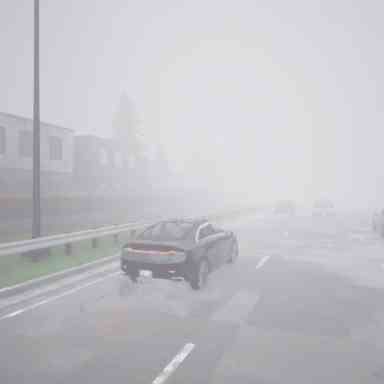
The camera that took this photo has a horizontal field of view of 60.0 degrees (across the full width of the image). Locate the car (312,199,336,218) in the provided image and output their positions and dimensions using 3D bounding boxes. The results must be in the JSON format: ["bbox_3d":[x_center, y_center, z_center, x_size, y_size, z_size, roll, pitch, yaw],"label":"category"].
[{"bbox_3d":[11.780,1.599,29.745,1.895,1.301,4.718,0,0,21],"label":"car"}]

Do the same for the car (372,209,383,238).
[{"bbox_3d":[10.575,1.524,17.156,1.812,1.442,4.674,0,0,22],"label":"car"}]

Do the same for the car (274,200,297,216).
[{"bbox_3d":[9.404,1.545,33.260,2.033,1.411,5.357,0,0,22],"label":"car"}]

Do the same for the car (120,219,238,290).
[{"bbox_3d":[-0.073,1.491,9.241,2.128,1.511,4.902,0,0,22],"label":"car"}]
